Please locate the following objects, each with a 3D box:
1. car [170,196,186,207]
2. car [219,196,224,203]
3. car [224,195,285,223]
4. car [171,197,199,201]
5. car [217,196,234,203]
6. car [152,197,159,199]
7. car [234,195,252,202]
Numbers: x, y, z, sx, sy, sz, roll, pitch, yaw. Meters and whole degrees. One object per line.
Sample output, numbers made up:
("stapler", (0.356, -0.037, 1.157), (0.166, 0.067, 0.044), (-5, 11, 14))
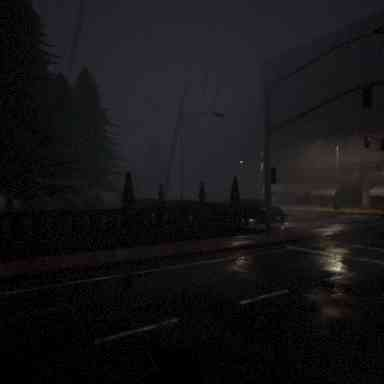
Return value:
("car", (-2.163, 1.420, 50.563), (2.128, 1.511, 4.902), (0, 0, -5))
("car", (4.796, 1.409, 31.609), (1.882, 1.535, 5.008), (0, 0, -32))
("car", (4.837, 1.286, 25.153), (2.097, 1.767, 4.553), (0, 0, -33))
("car", (-0.263, 1.481, 33.133), (2.033, 1.411, 5.357), (0, 0, -30))
("car", (6.735, 1.466, 66.138), (2.033, 1.411, 5.357), (0, 0, 20))
("car", (-4.776, 1.457, 44.902), (1.812, 1.442, 4.674), (0, 0, -13))
("car", (11.520, 1.438, 75.254), (1.812, 1.442, 4.674), (0, 0, 40))
